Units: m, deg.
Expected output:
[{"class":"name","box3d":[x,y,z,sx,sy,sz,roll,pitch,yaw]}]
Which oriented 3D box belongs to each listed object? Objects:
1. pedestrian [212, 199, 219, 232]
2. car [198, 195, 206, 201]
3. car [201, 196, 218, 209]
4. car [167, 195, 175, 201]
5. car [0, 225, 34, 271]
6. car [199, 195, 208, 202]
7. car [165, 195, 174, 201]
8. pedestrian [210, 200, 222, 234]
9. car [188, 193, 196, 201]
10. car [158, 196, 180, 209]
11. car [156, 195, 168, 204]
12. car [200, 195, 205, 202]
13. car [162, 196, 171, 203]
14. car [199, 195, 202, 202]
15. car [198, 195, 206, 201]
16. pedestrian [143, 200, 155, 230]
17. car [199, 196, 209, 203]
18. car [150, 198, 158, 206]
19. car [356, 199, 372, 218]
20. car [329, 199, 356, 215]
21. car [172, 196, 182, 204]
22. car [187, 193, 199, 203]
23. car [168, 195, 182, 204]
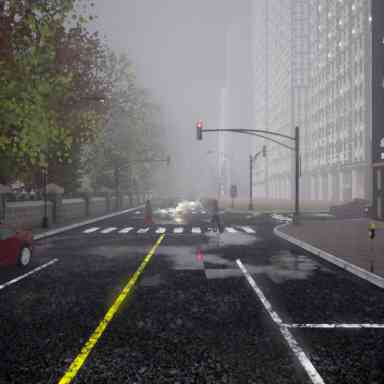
[{"class":"pedestrian","box3d":[1.321,1.298,18.549,0.375,1.860,0.375,0,0,0]},{"class":"car","box3d":[2.672,1.521,86.020,1.967,1.590,4.097,0,0,0]},{"class":"car","box3d":[2.680,1.592,46.594,1.947,1.339,4.313,0,0,0]},{"class":"car","box3d":[-5.711,1.636,91.651,1.887,1.381,4.507,0,0,0]},{"class":"car","box3d":[-5.819,1.546,8.673,1.887,1.381,4.507,0,0,0]},{"class":"car","box3d":[2.673,1.511,80.389,1.967,1.590,4.097,0,0,0]},{"class":"car","box3d":[-5.708,1.521,86.018,1.967,1.590,4.097,0,0,0]},{"class":"pedestrian","box3d":[1.290,1.299,17.885,0.375,1.860,0.375,0,0,0]},{"class":"car","box3d":[-0.020,1.177,83.910,2.150,2.045,5.566,0,0,0]},{"class":"car","box3d":[-3.100,1.589,44.954,1.994,1.385,4.181,0,0,0]},{"class":"car","box3d":[-5.703,1.485,63.490,1.967,1.590,4.097,0,0,0]},{"class":"car","box3d":[2.679,1.597,52.226,1.947,1.339,4.313,0,0,0]},{"class":"car","box3d":[-5.706,1.586,74.585,1.752,1.417,4.829,0,0,0]},{"class":"car","box3d":[2.678,1.604,57.859,1.947,1.339,4.313,0,0,0]},{"class":"car","box3d":[2.670,1.642,91.653,2.008,1.369,4.403,0,0,0]},{"class":"pedestrian","box3d":[-2.479,1.299,19.149,0.375,1.860,0.375,0,0,0]},{"class":"car","box3d":[2.675,1.606,74.757,1.887,1.381,4.507,0,0,0]},{"class":"car","box3d":[-5.701,1.613,52.224,1.802,1.307,4.206,0,0,0]},{"class":"car","box3d":[14.668,1.282,24.005,4.313,1.339,1.947,-1,1,0]},{"class":"car","box3d":[14.599,1.308,29.806,4.181,1.385,1.994,-1,0,0]},{"class":"car","box3d":[-3.044,1.575,66.885,1.812,1.442,4.674,0,0,1]},{"class":"car","box3d":[-0.017,1.590,73.463,2.033,1.411,5.357,0,0,0]},{"class":"car","box3d":[-3.098,1.526,55.168,2.128,1.511,4.902,0,0,0]}]
